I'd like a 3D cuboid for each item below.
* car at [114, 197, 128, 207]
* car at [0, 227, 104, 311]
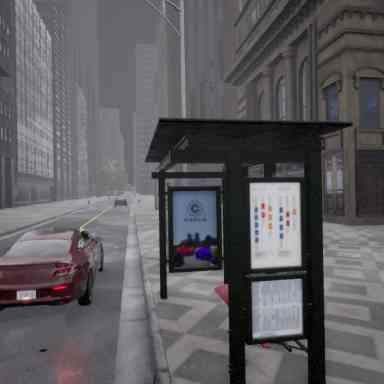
[{"bbox_3d":[-10.987,1.494,51.500,1.882,1.535,5.008,-1,0,-10],"label":"car"},{"bbox_3d":[-3.150,1.535,7.759,1.812,1.442,4.674,-1,0,-10],"label":"car"}]
